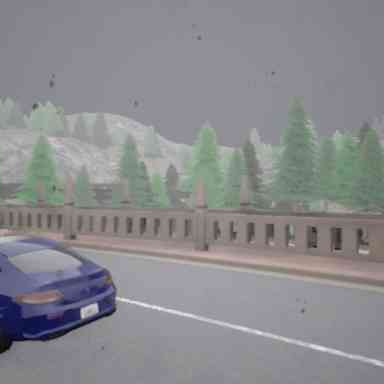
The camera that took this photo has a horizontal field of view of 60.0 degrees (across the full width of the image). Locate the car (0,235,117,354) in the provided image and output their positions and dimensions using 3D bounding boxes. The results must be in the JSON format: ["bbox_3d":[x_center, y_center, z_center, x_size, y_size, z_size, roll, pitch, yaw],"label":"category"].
[{"bbox_3d":[-3.394,1.520,5.948,4.674,1.442,1.812,0,0,32],"label":"car"}]
